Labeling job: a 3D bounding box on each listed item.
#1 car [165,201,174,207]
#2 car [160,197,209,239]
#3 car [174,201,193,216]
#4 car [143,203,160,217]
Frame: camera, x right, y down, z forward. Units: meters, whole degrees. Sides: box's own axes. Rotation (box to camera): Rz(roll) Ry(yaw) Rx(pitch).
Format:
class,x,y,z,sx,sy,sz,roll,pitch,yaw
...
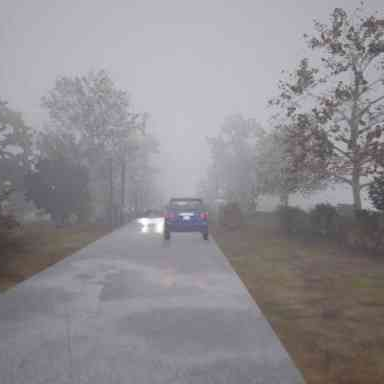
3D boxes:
class,x,y,z,sx,sy,sz,roll,pitch,yaw
car,-5.007,2.615,75.017,1.895,1.301,4.718,0,-2,-2
car,-0.313,1.273,17.793,2.150,2.045,5.566,0,0,-1
car,-0.962,1.741,36.336,1.882,1.535,5.008,0,-1,-2
car,-3.820,1.825,33.691,1.895,1.301,4.718,0,-1,-2
